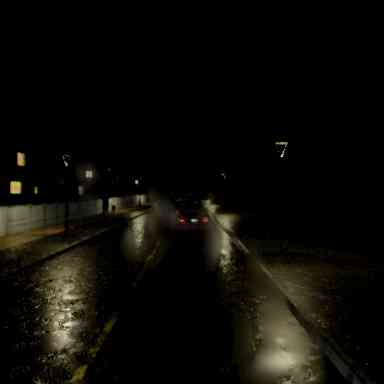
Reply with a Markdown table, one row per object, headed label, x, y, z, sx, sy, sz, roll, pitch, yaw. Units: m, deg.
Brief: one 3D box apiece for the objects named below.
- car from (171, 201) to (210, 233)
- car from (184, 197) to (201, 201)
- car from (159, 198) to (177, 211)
| label | x | y | z | sx | sy | sz | roll | pitch | yaw |
| --- | --- | --- | --- | --- | --- | --- | --- | --- | --- |
| car | 0.084 | 1.488 | 19.294 | 2.033 | 1.411 | 5.357 | 0 | 0 | 0 |
| car | 0.071 | 1.378 | 40.329 | 1.837 | 1.490 | 4.892 | 0 | 0 | 0 |
| car | -2.776 | 1.405 | 38.805 | 1.812 | 1.442 | 4.674 | 0 | 0 | 0 |
